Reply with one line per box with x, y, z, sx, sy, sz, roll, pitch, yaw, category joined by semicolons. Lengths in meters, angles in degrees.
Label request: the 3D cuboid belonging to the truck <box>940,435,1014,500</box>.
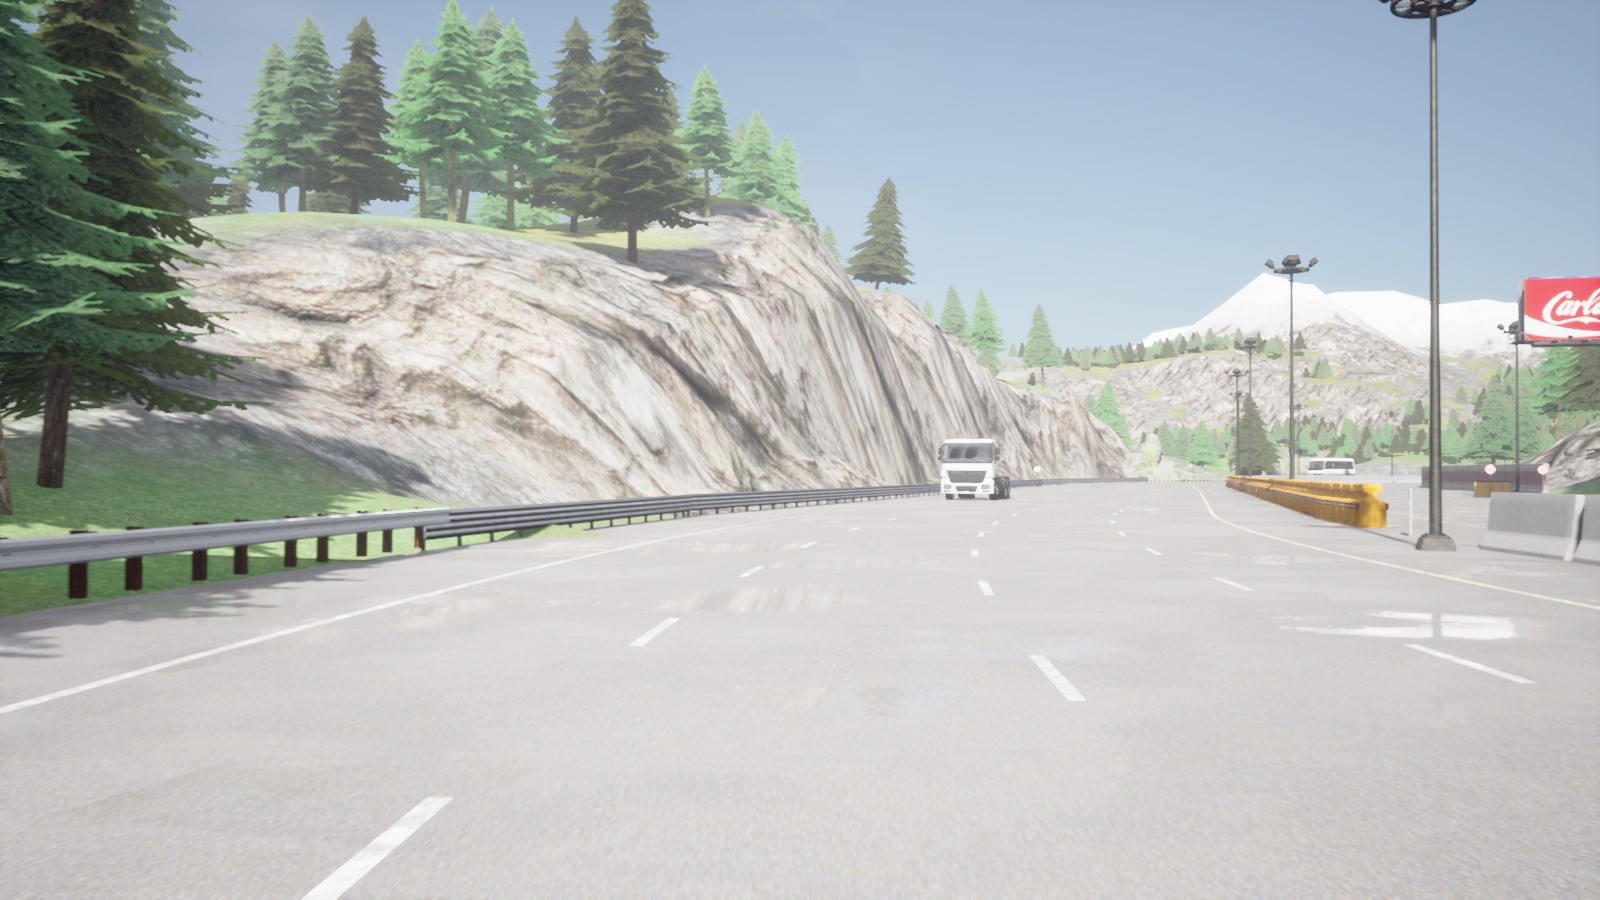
10.091;0.982;71.022;2.891;3.462;7.936;-1;-1;17;truck
